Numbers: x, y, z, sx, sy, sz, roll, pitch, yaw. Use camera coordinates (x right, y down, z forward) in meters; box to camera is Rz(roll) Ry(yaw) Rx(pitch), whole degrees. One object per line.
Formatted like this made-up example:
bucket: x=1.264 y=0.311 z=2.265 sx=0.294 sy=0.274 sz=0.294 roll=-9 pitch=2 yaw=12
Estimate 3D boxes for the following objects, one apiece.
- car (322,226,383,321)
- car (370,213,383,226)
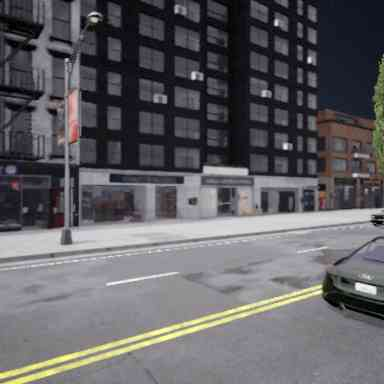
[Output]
car: x=4.495 y=1.558 z=6.645 sx=4.181 sy=1.385 sz=1.994 roll=0 pitch=0 yaw=-35
car: x=13.334 y=1.573 z=21.164 sx=4.718 sy=1.301 sz=1.895 roll=0 pitch=0 yaw=-35
